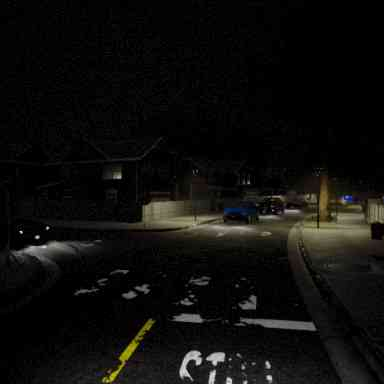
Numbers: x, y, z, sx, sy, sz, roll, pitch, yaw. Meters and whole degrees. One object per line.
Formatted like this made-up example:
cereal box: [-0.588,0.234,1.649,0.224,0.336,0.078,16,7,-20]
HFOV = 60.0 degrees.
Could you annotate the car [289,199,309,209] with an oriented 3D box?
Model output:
car: [13.816,1.569,43.700,1.895,1.301,4.718,0,0,34]

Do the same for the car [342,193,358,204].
car: [28.605,1.110,60.373,2.150,2.045,5.566,0,0,34]

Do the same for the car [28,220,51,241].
car: [-8.840,1.436,14.439,5.357,1.411,2.033,1,0,19]

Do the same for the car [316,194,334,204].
car: [22.582,1.138,56.422,1.837,1.490,4.892,0,0,34]

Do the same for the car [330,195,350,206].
car: [22.972,1.525,52.113,1.895,1.301,4.718,0,0,34]

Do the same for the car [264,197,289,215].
car: [8.096,1.343,34.319,2.097,1.767,4.553,0,0,29]

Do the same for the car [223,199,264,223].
car: [3.887,1.479,25.640,1.882,1.535,5.008,0,0,23]
